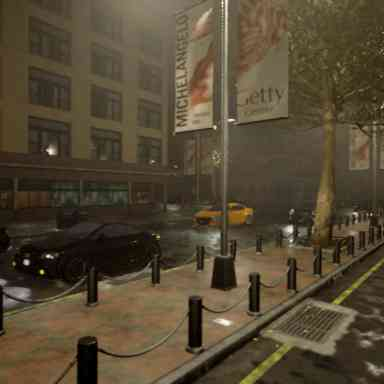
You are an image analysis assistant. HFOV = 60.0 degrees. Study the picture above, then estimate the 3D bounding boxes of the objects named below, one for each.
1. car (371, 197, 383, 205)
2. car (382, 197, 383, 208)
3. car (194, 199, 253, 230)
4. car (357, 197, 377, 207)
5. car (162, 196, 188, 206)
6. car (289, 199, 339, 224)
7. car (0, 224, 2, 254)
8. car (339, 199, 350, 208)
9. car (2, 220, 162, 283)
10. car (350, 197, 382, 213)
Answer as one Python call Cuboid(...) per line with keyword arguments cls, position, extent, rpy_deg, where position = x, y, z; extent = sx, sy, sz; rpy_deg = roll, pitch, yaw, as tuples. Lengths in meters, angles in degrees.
Cuboid(cls="car", position=(36.071, 1.663, 63.751), extent=(2.128, 1.511, 4.902), rpy_deg=(0, 0, 39))
Cuboid(cls="car", position=(27.133, 1.581, 47.134), extent=(1.882, 1.535, 5.008), rpy_deg=(0, 0, 39))
Cuboid(cls="car", position=(2.149, 1.483, 21.551), extent=(1.882, 1.535, 5.008), rpy_deg=(0, 0, 39))
Cuboid(cls="car", position=(28.903, 1.588, 54.909), extent=(1.882, 1.535, 5.008), rpy_deg=(0, 0, 39))
Cuboid(cls="car", position=(-2.879, 1.488, 56.107), extent=(4.892, 1.490, 1.837), rpy_deg=(0, 0, 38))
Cuboid(cls="car", position=(8.757, 1.383, 24.201), extent=(2.097, 1.767, 4.553), rpy_deg=(0, 0, 39))
Cuboid(cls="car", position=(-7.725, 1.458, 9.216), extent=(2.128, 1.511, 4.902), rpy_deg=(0, 0, 39))
Cuboid(cls="car", position=(20.834, 1.626, 46.846), extent=(5.357, 1.411, 2.033), rpy_deg=(0, 0, -33))
Cuboid(cls="car", position=(-2.826, 1.550, 9.738), extent=(1.994, 1.385, 4.181), rpy_deg=(0, 0, 39))
Cuboid(cls="car", position=(20.074, 1.583, 38.333), extent=(1.837, 1.490, 4.892), rpy_deg=(0, 0, 39))
